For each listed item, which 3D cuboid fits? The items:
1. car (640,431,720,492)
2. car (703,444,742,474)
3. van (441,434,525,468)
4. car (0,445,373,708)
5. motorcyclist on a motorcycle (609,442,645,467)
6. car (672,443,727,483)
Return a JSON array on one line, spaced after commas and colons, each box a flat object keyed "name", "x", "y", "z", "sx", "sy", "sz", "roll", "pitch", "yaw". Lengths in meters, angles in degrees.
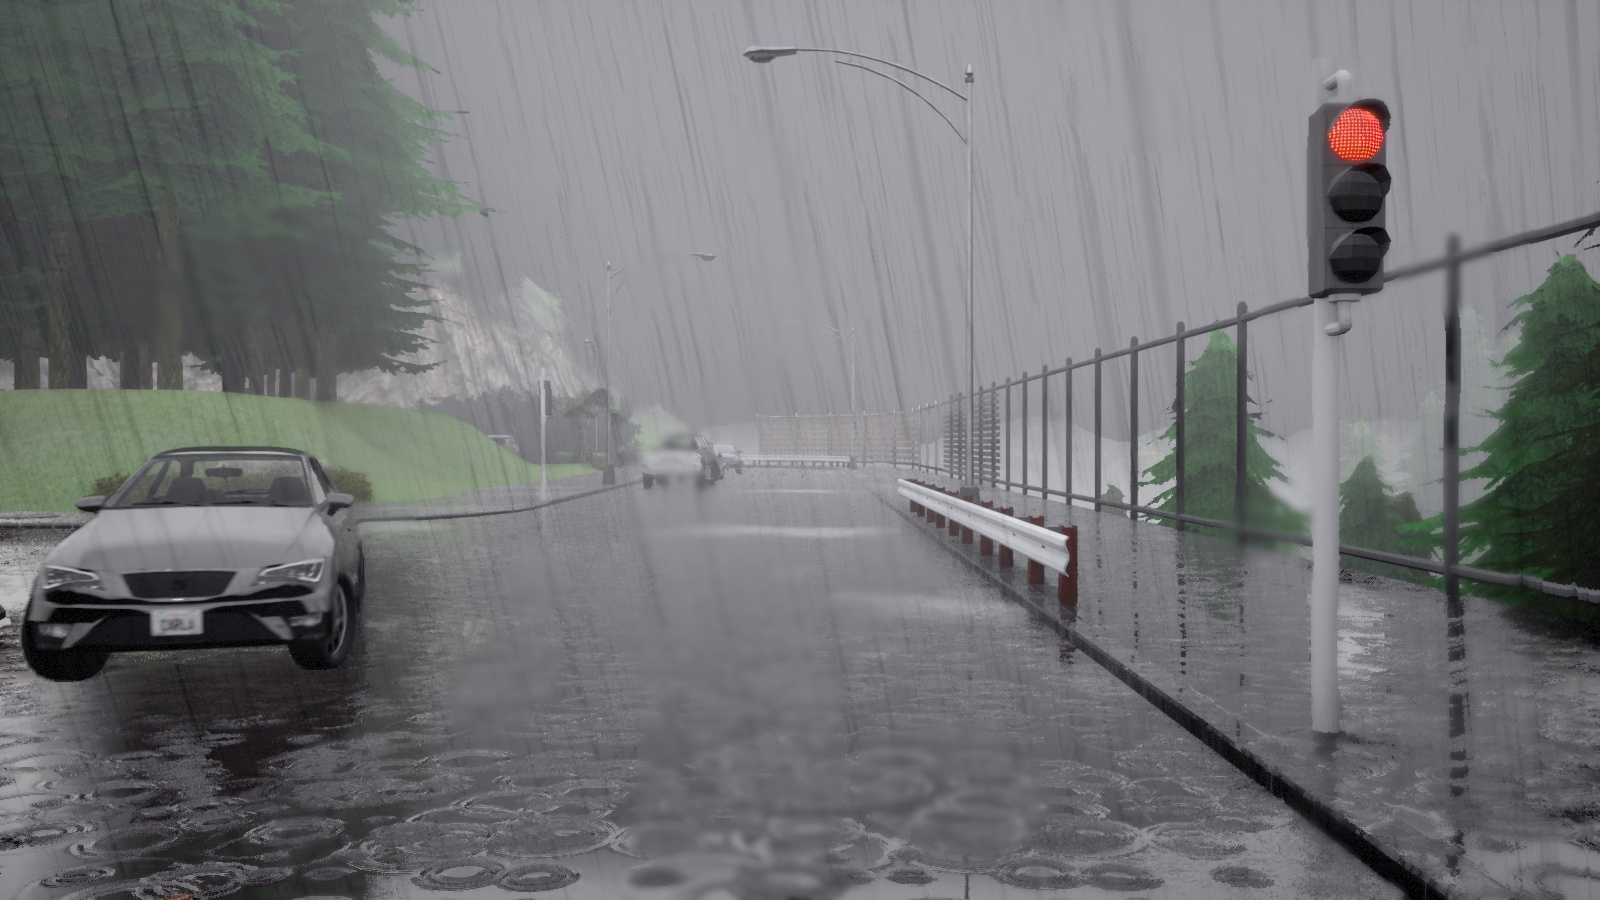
[{"name": "car", "x": -3.834, "y": 0.330, "z": 40.803, "sx": 1.932, "sy": 1.855, "sz": 4.605, "roll": 0, "pitch": 0, "yaw": 3}, {"name": "car", "x": -3.844, "y": 0.416, "z": 62.552, "sx": 1.812, "sy": 1.442, "sz": 4.674, "roll": 0, "pitch": 0, "yaw": -2}, {"name": "van", "x": -18.508, "y": 0.070, "z": 73.459, "sx": 4.442, "sy": 1.987, "sz": 1.775, "roll": 0, "pitch": 0, "yaw": 0}, {"name": "car", "x": -4.249, "y": 0.704, "z": 9.315, "sx": 1.816, "sy": 1.474, "sz": 4.193, "roll": 0, "pitch": 0, "yaw": -16}, {"name": "motorcyclist on a motorcycle", "x": -10.635, "y": 0.284, "z": 77.373, "sx": 2.044, "sy": 1.523, "sz": 0.797, "roll": 0, "pitch": 1, "yaw": 7}, {"name": "car", "x": -3.912, "y": 0.478, "z": 49.425, "sx": 1.845, "sy": 1.501, "sz": 3.633, "roll": 0, "pitch": 0, "yaw": 0}]
